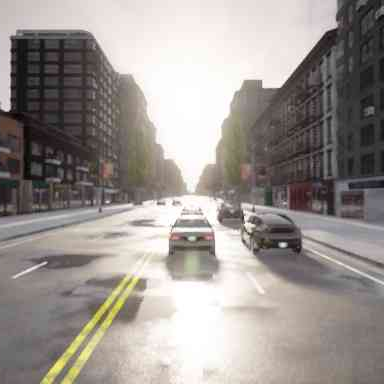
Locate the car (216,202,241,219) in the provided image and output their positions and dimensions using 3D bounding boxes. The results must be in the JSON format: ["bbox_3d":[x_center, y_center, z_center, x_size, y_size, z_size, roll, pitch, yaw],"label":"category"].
[{"bbox_3d":[3.252,1.619,29.078,2.097,1.767,4.553,0,-1,0],"label":"car"}]

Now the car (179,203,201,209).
[{"bbox_3d":[0.002,1.870,29.115,1.895,1.301,4.718,0,0,0],"label":"car"}]

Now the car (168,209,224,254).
[{"bbox_3d":[0.001,1.678,13.995,2.033,1.411,5.357,0,0,0],"label":"car"}]

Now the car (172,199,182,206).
[{"bbox_3d":[-3.247,2.189,71.018,1.994,1.385,4.181,0,0,0],"label":"car"}]

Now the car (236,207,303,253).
[{"bbox_3d":[3.254,1.642,14.307,1.837,1.490,4.892,0,0,0],"label":"car"}]

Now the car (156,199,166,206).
[{"bbox_3d":[-6.497,2.176,71.018,2.033,1.411,5.357,0,0,0],"label":"car"}]
